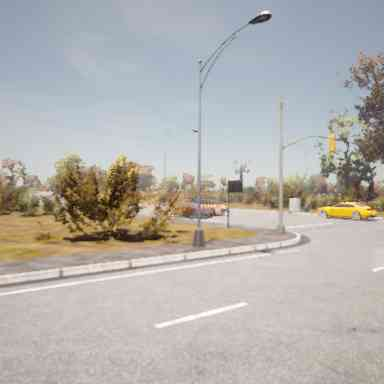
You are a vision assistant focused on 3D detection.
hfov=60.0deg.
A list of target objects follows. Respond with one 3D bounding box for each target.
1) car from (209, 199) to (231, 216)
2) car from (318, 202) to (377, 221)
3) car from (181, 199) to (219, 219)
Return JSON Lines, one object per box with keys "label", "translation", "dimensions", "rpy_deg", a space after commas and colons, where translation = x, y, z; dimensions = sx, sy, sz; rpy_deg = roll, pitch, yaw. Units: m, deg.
{"label": "car", "translation": [1.833, 1.503, 33.951], "dimensions": [2.097, 1.767, 4.553], "rpy_deg": [1, 0, -39]}
{"label": "car", "translation": [13.940, 1.691, 30.201], "dimensions": [1.882, 1.535, 5.008], "rpy_deg": [1, -1, -39]}
{"label": "car", "translation": [-0.021, 1.653, 30.665], "dimensions": [1.812, 1.442, 4.674], "rpy_deg": [1, 0, -39]}
